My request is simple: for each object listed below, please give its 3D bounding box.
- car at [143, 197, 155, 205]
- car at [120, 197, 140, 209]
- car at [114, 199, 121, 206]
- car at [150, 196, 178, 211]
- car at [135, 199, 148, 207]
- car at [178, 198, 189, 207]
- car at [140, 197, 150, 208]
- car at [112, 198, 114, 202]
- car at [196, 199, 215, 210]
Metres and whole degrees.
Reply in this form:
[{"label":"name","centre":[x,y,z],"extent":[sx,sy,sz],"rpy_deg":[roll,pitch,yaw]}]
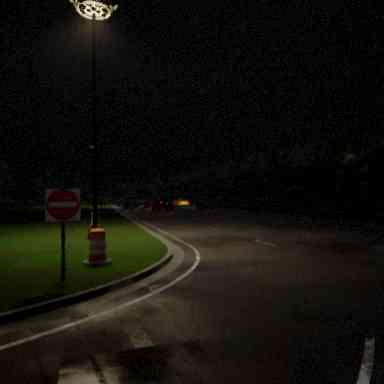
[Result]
[{"label":"car","centre":[-10.214,2.040,79.347],"extent":[2.097,1.767,4.553],"rpy_deg":[0,0,-17]},{"label":"car","centre":[-10.372,2.035,55.713],"extent":[1.812,1.442,4.674],"rpy_deg":[0,-1,-18]},{"label":"car","centre":[-14.282,2.177,68.486],"extent":[2.033,1.411,5.357],"rpy_deg":[0,0,-17]},{"label":"car","centre":[-4.034,1.610,46.727],"extent":[2.150,2.045,5.566],"rpy_deg":[0,0,-17]},{"label":"car","centre":[-10.176,2.155,66.961],"extent":[1.994,1.385,4.181],"rpy_deg":[0,0,-17]},{"label":"car","centre":[-2.044,1.981,64.179],"extent":[1.882,1.535,5.008],"rpy_deg":[0,0,-17]},{"label":"car","centre":[-7.131,1.969,56.990],"extent":[1.882,1.535,5.008],"rpy_deg":[0,0,-17]},{"label":"car","centre":[-17.235,2.260,78.400],"extent":[1.812,1.442,4.674],"rpy_deg":[0,0,-17]},{"label":"car","centre":[2.023,1.861,50.874],"extent":[2.128,1.511,4.902],"rpy_deg":[0,0,-17]}]
